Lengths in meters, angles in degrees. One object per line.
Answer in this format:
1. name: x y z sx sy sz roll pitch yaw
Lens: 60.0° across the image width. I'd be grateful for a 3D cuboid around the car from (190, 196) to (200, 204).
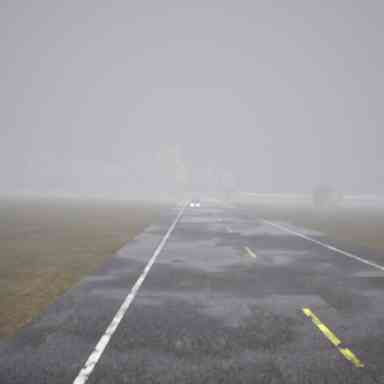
1. car: 0.634 1.554 66.774 2.128 1.511 4.902 0 0 0
